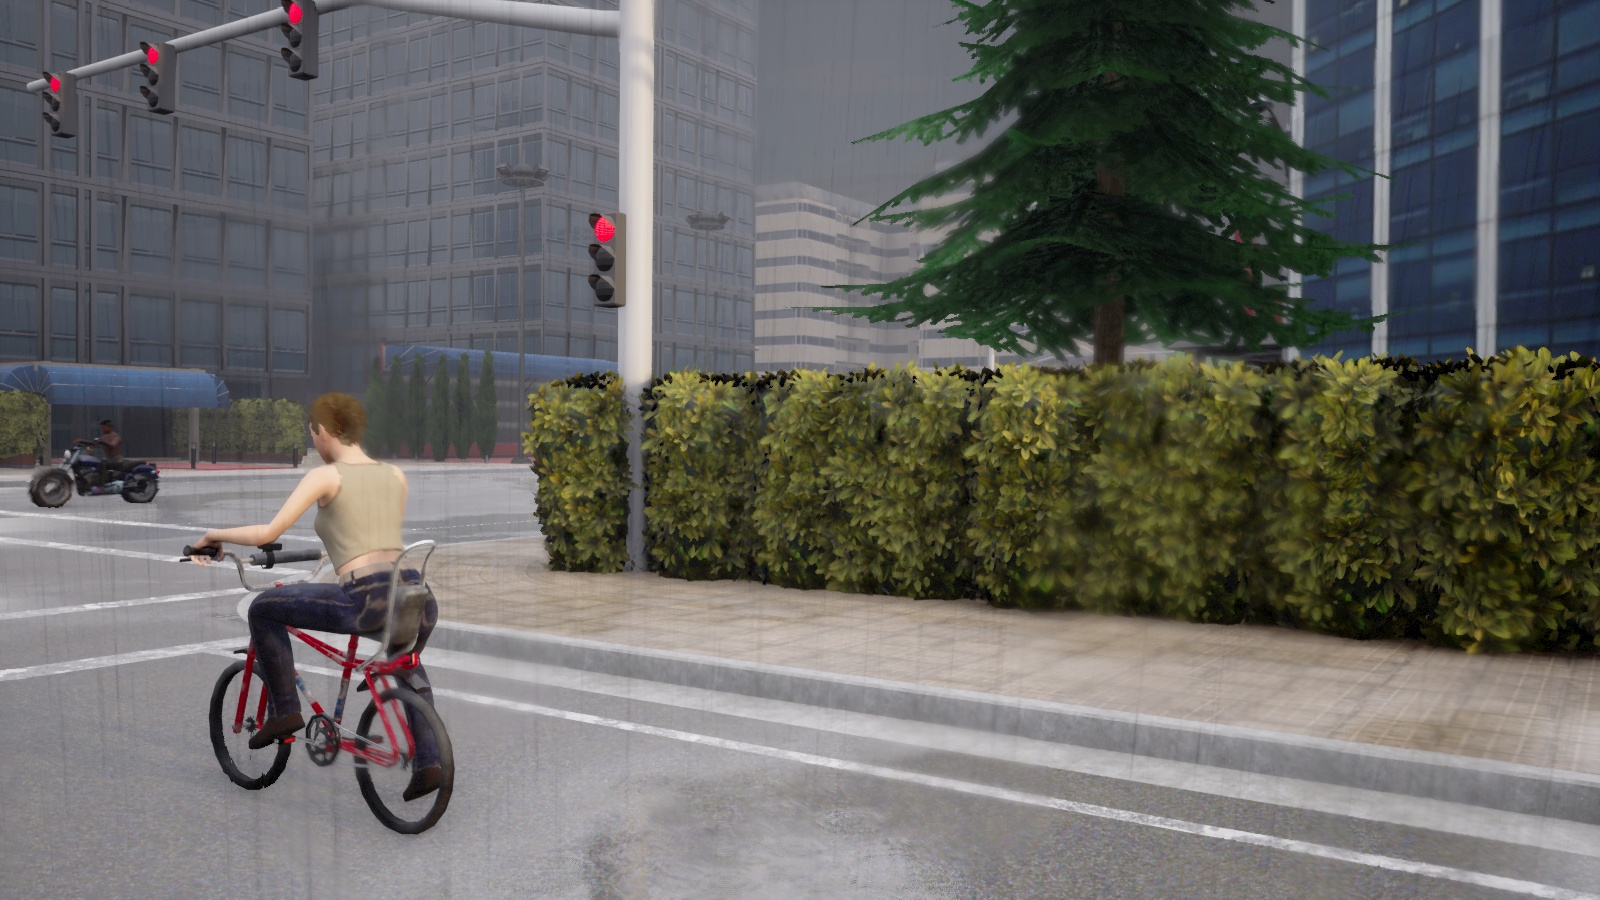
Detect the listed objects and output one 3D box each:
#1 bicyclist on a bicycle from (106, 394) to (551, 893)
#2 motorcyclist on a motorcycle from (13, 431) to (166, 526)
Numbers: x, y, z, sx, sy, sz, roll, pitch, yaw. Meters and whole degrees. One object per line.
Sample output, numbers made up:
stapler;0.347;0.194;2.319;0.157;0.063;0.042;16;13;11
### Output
bicyclist on a bicycle;-1.824;0.618;4.828;1.509;1.612;0.866;0;1;34
motorcyclist on a motorcycle;-13.060;0.484;23.160;0.766;1.649;2.350;0;1;32
